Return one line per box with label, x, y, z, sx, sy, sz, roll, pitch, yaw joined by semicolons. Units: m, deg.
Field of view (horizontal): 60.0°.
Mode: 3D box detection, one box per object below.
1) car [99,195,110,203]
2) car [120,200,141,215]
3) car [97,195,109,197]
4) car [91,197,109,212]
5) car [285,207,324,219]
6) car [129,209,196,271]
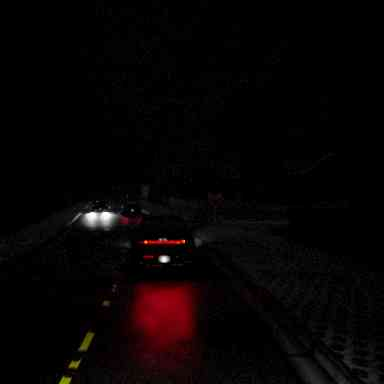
car;-17.755;1.351;67.394;1.882;1.535;5.008;0;0;-12
car;-6.051;1.484;32.776;1.812;1.442;4.674;1;0;-15
car;-14.298;1.375;52.515;1.837;1.490;4.892;0;-1;-14
car;-10.412;1.509;37.784;1.895;1.301;4.718;1;0;-15
car;10.402;1.910;28.334;4.718;1.301;1.895;1;-3;-14
car;-0.994;1.521;11.022;1.837;1.490;4.892;0;-1;-7
